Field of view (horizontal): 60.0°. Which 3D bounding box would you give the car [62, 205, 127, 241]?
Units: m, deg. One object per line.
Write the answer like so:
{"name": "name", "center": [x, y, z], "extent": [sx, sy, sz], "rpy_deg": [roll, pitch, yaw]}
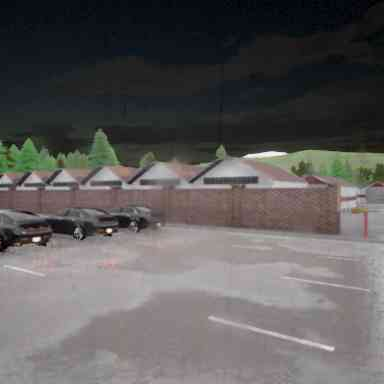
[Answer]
{"name": "car", "center": [-5.782, 1.507, 16.735], "extent": [4.892, 1.490, 1.837], "rpy_deg": [1, 0, 35]}

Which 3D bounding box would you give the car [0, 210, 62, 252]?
{"name": "car", "center": [-7.800, 1.507, 13.876], "extent": [4.892, 1.490, 1.837], "rpy_deg": [1, 0, 35]}

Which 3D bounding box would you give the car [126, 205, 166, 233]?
{"name": "car", "center": [-3.768, 1.507, 19.598], "extent": [4.892, 1.490, 1.837], "rpy_deg": [1, 0, 35]}
